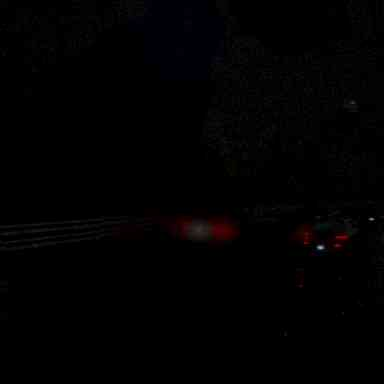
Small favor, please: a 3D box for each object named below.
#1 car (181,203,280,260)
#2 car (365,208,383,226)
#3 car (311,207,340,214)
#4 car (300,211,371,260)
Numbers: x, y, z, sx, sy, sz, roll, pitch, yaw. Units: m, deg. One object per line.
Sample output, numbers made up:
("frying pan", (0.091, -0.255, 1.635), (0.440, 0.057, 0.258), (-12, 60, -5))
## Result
("car", (1.774, 1.442, 13.741), (2.150, 2.045, 5.566), (-1, -1, 34))
("car", (13.806, 1.896, 25.049), (1.994, 1.385, 4.181), (-1, -1, 36))
("car", (11.043, 1.948, 27.198), (1.994, 1.385, 4.181), (-1, -1, 36))
("car", (5.715, 1.712, 13.282), (1.812, 1.442, 4.674), (-1, -1, 35))
